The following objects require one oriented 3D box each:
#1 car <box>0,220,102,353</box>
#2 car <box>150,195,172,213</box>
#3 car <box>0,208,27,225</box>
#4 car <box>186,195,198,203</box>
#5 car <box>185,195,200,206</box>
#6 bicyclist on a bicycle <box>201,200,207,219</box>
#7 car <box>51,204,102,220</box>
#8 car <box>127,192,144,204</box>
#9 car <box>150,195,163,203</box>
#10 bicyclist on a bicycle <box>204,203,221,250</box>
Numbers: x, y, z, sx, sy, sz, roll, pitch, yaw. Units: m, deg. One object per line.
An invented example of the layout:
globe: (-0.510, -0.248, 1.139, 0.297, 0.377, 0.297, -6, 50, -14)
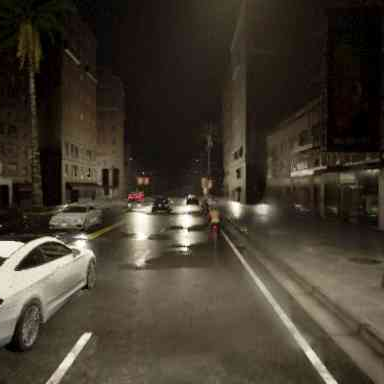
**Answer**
car: (-3.149, 1.491, 5.939, 1.812, 1.442, 4.674, 0, 0, 0)
car: (-3.149, 1.380, 35.106, 2.033, 1.411, 5.357, 0, 0, 0)
car: (-9.847, 1.473, 16.301, 1.994, 1.385, 4.181, 0, 0, 0)
car: (0.004, 1.255, 60.798, 2.128, 1.511, 4.902, 0, 0, 0)
car: (0.075, 1.285, 49.153, 2.128, 1.511, 4.902, 0, 0, 0)
bicyclist on a bicycle: (0.895, 1.335, 22.434, 0.582, 1.620, 1.656, 0, 0, 0)
car: (-6.588, 1.421, 19.413, 1.812, 1.442, 4.674, 0, 0, 0)
car: (-9.777, 0.985, 58.309, 2.150, 2.045, 5.566, 0, 0, 1)
car: (-6.522, 1.265, 61.454, 1.837, 1.490, 4.892, 0, 0, 1)
bicyclist on a bicycle: (0.895, 1.380, 12.961, 0.582, 1.620, 1.656, 0, 0, 0)
